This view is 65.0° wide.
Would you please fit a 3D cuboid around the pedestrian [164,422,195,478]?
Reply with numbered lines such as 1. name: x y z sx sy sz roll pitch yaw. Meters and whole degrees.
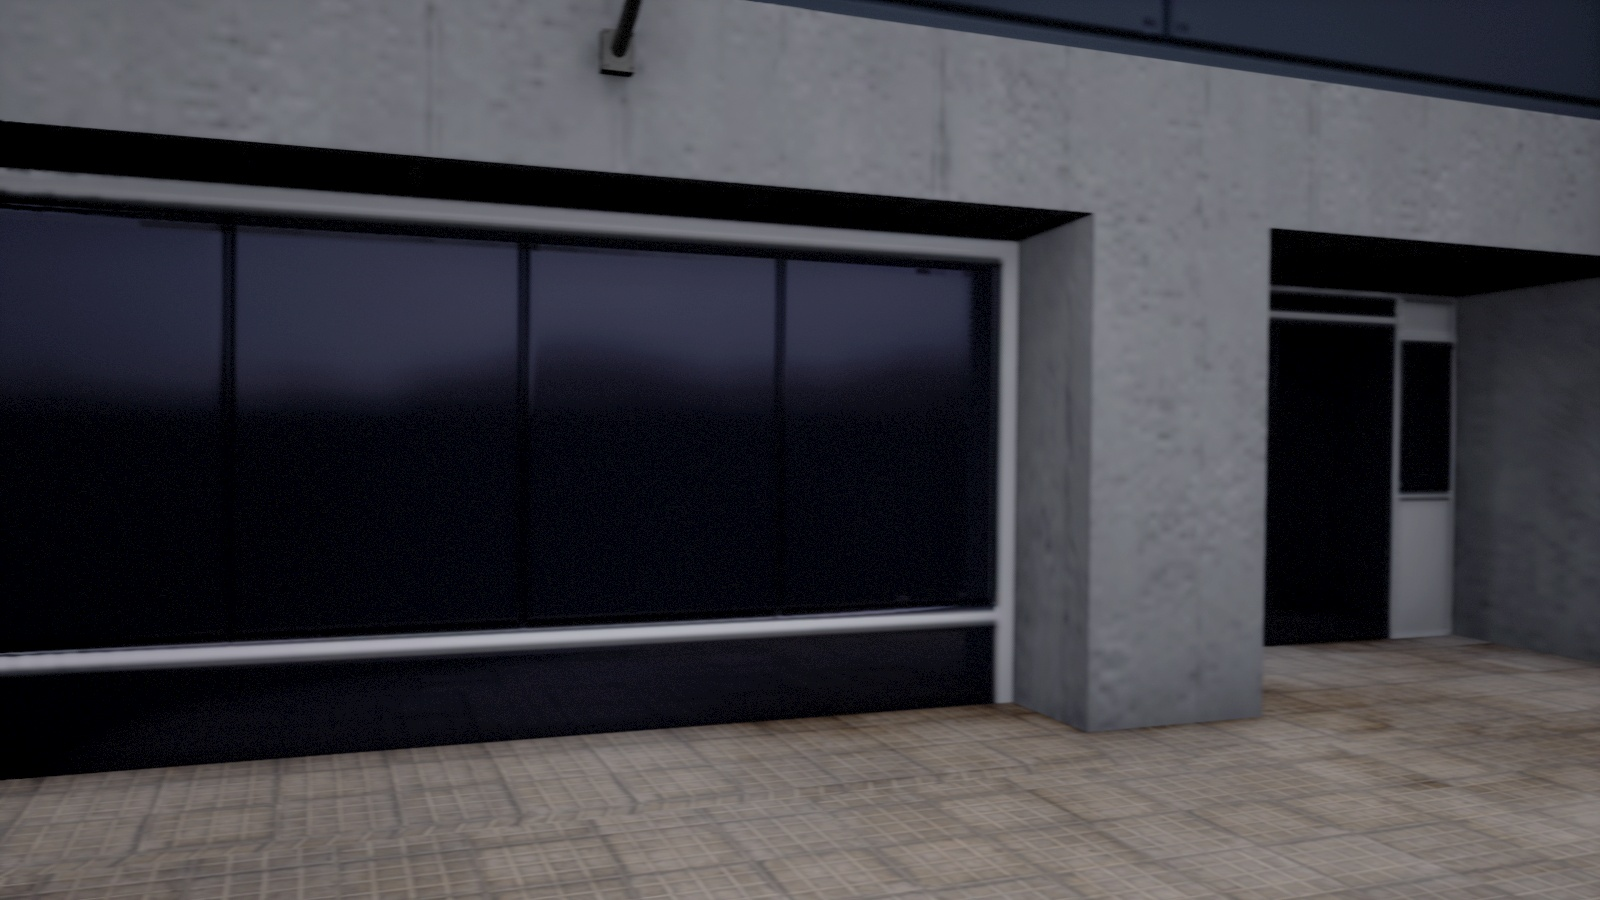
1. pedestrian: -21.244 -0.011 43.016 0.849 1.883 0.563 -1 1 -20
